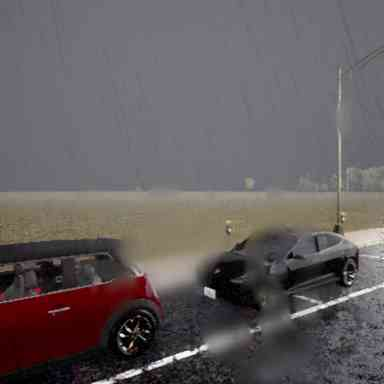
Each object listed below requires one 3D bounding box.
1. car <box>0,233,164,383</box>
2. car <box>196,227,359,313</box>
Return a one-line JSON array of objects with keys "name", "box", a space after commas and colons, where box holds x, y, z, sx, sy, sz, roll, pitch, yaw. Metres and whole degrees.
[{"name": "car", "box": [-2.490, 1.438, 4.311, 4.097, 1.590, 1.967, 0, 1, -35]}, {"name": "car", "box": [2.113, 1.528, 7.596, 4.313, 1.339, 1.947, 0, 1, -35]}]
